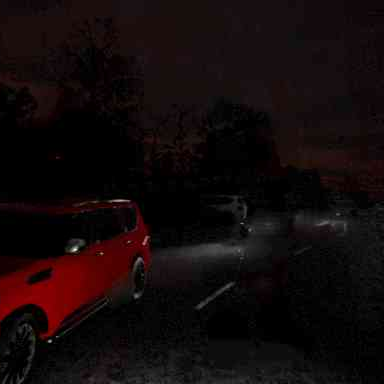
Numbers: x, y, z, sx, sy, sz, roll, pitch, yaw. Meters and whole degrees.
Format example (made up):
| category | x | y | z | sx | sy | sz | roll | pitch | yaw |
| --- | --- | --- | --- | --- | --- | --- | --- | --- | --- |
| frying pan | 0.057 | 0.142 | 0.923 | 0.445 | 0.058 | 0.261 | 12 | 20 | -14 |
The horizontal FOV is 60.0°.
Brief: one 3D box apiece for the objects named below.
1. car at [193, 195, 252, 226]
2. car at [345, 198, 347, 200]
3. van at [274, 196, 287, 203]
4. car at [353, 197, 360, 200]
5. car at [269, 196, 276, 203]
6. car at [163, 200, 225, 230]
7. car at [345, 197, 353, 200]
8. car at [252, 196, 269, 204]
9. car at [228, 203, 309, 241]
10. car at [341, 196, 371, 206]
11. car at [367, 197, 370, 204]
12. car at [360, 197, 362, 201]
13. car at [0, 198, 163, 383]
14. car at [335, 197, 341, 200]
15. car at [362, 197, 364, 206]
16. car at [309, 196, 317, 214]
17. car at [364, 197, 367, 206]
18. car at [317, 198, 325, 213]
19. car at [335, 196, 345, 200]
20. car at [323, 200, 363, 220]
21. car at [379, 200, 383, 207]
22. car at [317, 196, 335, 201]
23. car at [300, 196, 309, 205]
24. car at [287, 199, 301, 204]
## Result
| category | x | y | z | sx | sy | sz | roll | pitch | yaw |
| --- | --- | --- | --- | --- | --- | --- | --- | --- | --- |
| car | 1.052 | 1.210 | 23.208 | 5.566 | 2.045 | 2.435 | 1 | 0 | 15 |
| car | 20.179 | 1.902 | 50.403 | 4.892 | 1.521 | 2.231 | 1 | 0 | 15 |
| van | 6.174 | 1.356 | 30.658 | 4.442 | 1.987 | 1.878 | 1 | 0 | 15 |
| car | 25.413 | 1.768 | 57.836 | 5.566 | 2.045 | 2.435 | 1 | -1 | 15 |
| car | 4.520 | 1.417 | 28.173 | 4.553 | 1.767 | 2.185 | 1 | -1 | 15 |
| car | -0.688 | 1.451 | 20.730 | 4.792 | 1.488 | 2.163 | 1 | 0 | 15 |
| car | 21.883 | 1.688 | 52.902 | 5.566 | 2.045 | 2.435 | 1 | 0 | 15 |
| car | 2.844 | 1.252 | 25.689 | 5.566 | 2.045 | 2.435 | 1 | -1 | 15 |
| car | 4.178 | 1.562 | 17.440 | 2.128 | 1.511 | 4.902 | 2 | 0 | 35 |
| car | 35.772 | 2.004 | 72.680 | 5.566 | 2.045 | 2.435 | 1 | 0 | 15 |
| car | 34.055 | 2.217 | 70.211 | 4.892 | 1.521 | 2.231 | 1 | -1 | 15 |
| car | 28.827 | 1.972 | 62.791 | 4.553 | 1.767 | 2.185 | 1 | -1 | 15 |
| car | -2.449 | 1.144 | 5.464 | 2.150 | 2.045 | 5.566 | 2 | 0 | 13 |
| car | 16.881 | 1.821 | 45.426 | 5.366 | 1.575 | 1.946 | 1 | -1 | 15 |
| car | 30.561 | 2.011 | 65.272 | 4.553 | 1.767 | 2.185 | 1 | -1 | 15 |
| car | 11.522 | 1.578 | 38.040 | 4.553 | 1.767 | 2.185 | 1 | 0 | 15 |
| car | 32.355 | 2.051 | 67.724 | 4.553 | 1.767 | 2.185 | 1 | 0 | 15 |
| car | 13.258 | 1.773 | 40.514 | 4.792 | 1.488 | 2.163 | 1 | -1 | 15 |
| car | 18.471 | 1.610 | 47.933 | 5.566 | 2.045 | 2.435 | 1 | -1 | 15 |
| car | 14.791 | 1.809 | 32.424 | 2.128 | 1.511 | 4.902 | 2 | 0 | 35 |
| car | 38.335 | 2.286 | 65.946 | 1.895 | 1.301 | 4.718 | 2 | 0 | 35 |
| car | 14.939 | 1.530 | 43.005 | 5.566 | 2.045 | 2.435 | 1 | 0 | 15 |
| car | 9.789 | 1.538 | 35.556 | 4.553 | 1.767 | 2.185 | 1 | 0 | 15 |
| car | 8.015 | 1.624 | 33.109 | 4.892 | 1.521 | 2.231 | 1 | -1 | 15 |
